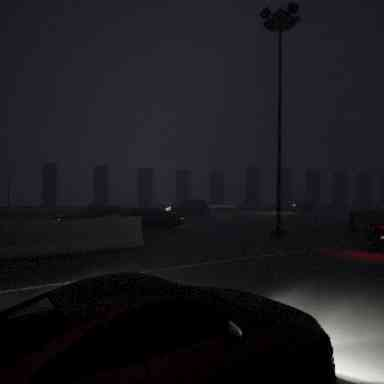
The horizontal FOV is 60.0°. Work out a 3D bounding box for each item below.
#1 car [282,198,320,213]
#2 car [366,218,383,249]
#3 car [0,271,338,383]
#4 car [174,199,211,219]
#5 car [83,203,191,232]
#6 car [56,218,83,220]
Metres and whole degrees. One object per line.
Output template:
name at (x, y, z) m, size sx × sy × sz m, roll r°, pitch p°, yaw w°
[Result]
car at (12.971, 1.500, 39.633) m, size 4.553 × 1.767 × 2.097 m, roll 1°, pitch 0°, yaw -25°
car at (9.329, 1.569, 13.742) m, size 5.008 × 1.535 × 1.882 m, roll 0°, pitch 0°, yaw -31°
car at (-0.425, 1.562, 3.352) m, size 4.181 × 1.385 × 1.994 m, roll 0°, pitch 0°, yaw -35°
car at (-0.698, 1.370, 28.373) m, size 4.553 × 1.767 × 2.097 m, roll 1°, pitch 0°, yaw -30°
car at (-3.001, 1.536, 18.749) m, size 5.357 × 1.411 × 2.033 m, roll 0°, pitch 0°, yaw -33°
car at (-5.919, 1.513, 21.020) m, size 5.357 × 1.411 × 2.033 m, roll 1°, pitch 0°, yaw -33°
